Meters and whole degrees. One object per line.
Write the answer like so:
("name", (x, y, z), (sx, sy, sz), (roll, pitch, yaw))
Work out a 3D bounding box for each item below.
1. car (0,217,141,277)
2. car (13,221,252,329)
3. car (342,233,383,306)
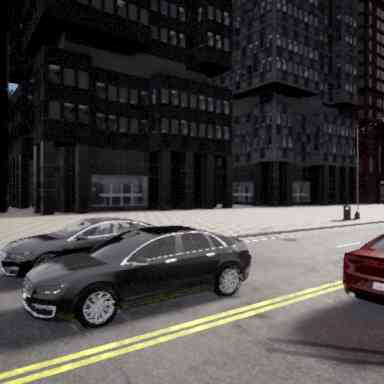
("car", (-2.767, 1.500, 9.696), (4.902, 1.511, 2.128), (0, 0, -35))
("car", (-0.860, 1.514, 7.064), (4.892, 1.490, 1.837), (0, 0, -35))
("car", (5.291, 1.501, 7.215), (5.008, 1.535, 1.882), (0, 0, -35))
